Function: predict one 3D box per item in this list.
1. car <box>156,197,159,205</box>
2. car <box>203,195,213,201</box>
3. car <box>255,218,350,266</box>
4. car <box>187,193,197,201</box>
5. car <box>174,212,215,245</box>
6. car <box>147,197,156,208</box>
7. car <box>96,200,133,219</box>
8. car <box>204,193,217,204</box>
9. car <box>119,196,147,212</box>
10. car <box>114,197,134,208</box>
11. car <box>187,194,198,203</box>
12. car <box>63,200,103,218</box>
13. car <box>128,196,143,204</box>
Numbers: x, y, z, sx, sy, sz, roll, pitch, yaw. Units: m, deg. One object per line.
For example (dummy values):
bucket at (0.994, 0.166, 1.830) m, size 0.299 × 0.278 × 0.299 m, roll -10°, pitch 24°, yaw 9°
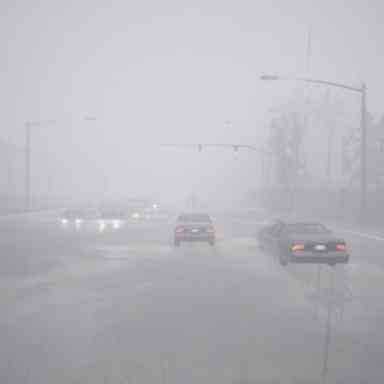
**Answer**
car at (-6.943, 1.534, 59.299) m, size 1.895 × 1.301 × 4.718 m, roll 0°, pitch 1°, yaw 0°
car at (3.572, 1.351, 74.075) m, size 1.895 × 1.301 × 4.718 m, roll 0°, pitch 1°, yaw 0°
car at (3.610, 1.626, 11.857) m, size 2.033 × 1.411 × 5.357 m, roll 0°, pitch 0°, yaw 0°
car at (0.071, 1.115, 73.599) m, size 2.097 × 1.767 × 4.553 m, roll 0°, pitch 1°, yaw 0°
car at (0.115, 1.655, 16.146) m, size 2.033 × 1.411 × 5.357 m, roll 0°, pitch 0°, yaw 0°
car at (-6.952, 1.546, 49.315) m, size 1.837 × 1.490 × 4.892 m, roll 0°, pitch 1°, yaw 0°
car at (-7.055, 1.698, 30.785) m, size 1.994 × 1.385 × 4.181 m, roll 0°, pitch 0°, yaw 0°
car at (3.561, 1.110, 63.341) m, size 2.150 × 2.045 × 5.566 m, roll 0°, pitch 1°, yaw 0°
car at (-7.005, 1.456, 39.463) m, size 2.097 × 1.767 × 4.553 m, roll 0°, pitch 0°, yaw 0°
car at (-10.450, 1.567, 51.393) m, size 2.033 × 1.411 × 5.357 m, roll 0°, pitch 1°, yaw 0°
car at (0.061, 1.237, 63.485) m, size 2.097 × 1.767 × 4.553 m, roll 0°, pitch 1°, yaw 0°
car at (-10.556, 1.679, 31.994) m, size 2.033 × 1.411 × 5.357 m, roll 0°, pitch 0°, yaw 0°
car at (-10.441, 1.470, 61.375) m, size 1.994 × 1.385 × 4.181 m, roll 0°, pitch 1°, yaw 0°
